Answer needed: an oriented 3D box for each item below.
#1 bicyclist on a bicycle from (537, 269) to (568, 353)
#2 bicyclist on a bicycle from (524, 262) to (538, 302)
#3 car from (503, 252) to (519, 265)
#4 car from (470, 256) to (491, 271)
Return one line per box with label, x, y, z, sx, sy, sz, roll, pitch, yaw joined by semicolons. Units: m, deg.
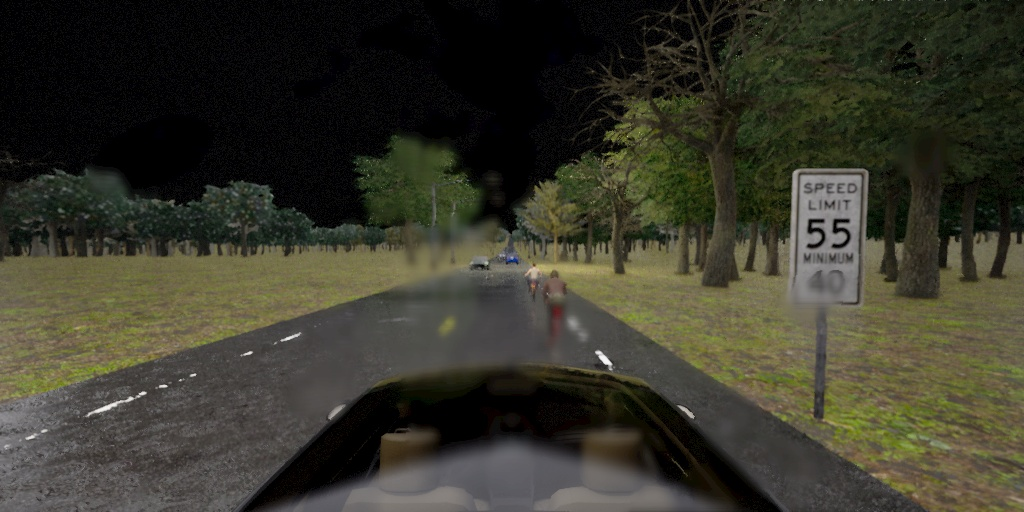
bicyclist on a bicycle;0.957;1.153;7.741;0.582;1.620;1.656;0;0;0
bicyclist on a bicycle;0.938;1.073;15.286;0.866;1.612;1.509;0;1;0
car;0.042;0.488;63.858;2.150;2.045;5.566;0;0;1
car;-3.635;0.780;41.965;2.097;1.767;4.553;0;0;0
